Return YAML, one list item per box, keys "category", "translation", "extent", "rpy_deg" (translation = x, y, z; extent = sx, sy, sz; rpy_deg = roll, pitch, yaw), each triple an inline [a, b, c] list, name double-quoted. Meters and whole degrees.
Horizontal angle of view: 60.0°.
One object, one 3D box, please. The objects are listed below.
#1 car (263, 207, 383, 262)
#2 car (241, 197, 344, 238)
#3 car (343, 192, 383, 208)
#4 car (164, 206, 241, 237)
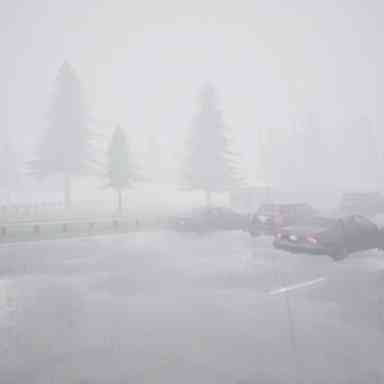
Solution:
- category: "car"
  translation: [5.234, 1.465, 11.871]
  extent: [5.357, 1.411, 2.033]
  rpy_deg: [-1, 0, -35]
- category: "car"
  translation: [4.874, 1.253, 15.886]
  extent: [4.553, 1.767, 2.097]
  rpy_deg: [0, 0, -35]
- category: "car"
  translation: [14.189, 1.020, 26.845]
  extent: [5.566, 2.045, 2.150]
  rpy_deg: [-1, 0, -35]
- category: "car"
  translation: [1.165, 1.465, 17.568]
  extent: [5.357, 1.411, 2.033]
  rpy_deg: [-1, 0, -35]
